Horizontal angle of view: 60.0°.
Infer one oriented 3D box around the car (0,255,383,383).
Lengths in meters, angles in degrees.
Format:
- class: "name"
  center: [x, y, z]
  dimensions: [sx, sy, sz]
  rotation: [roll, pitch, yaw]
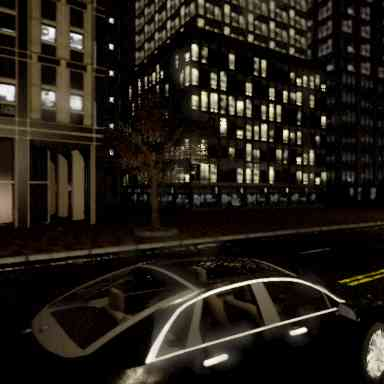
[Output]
- class: "car"
  center: [0.447, 1.512, 3.769]
  dimensions: [4.892, 1.490, 1.837]
  rotation: [0, 0, -35]
